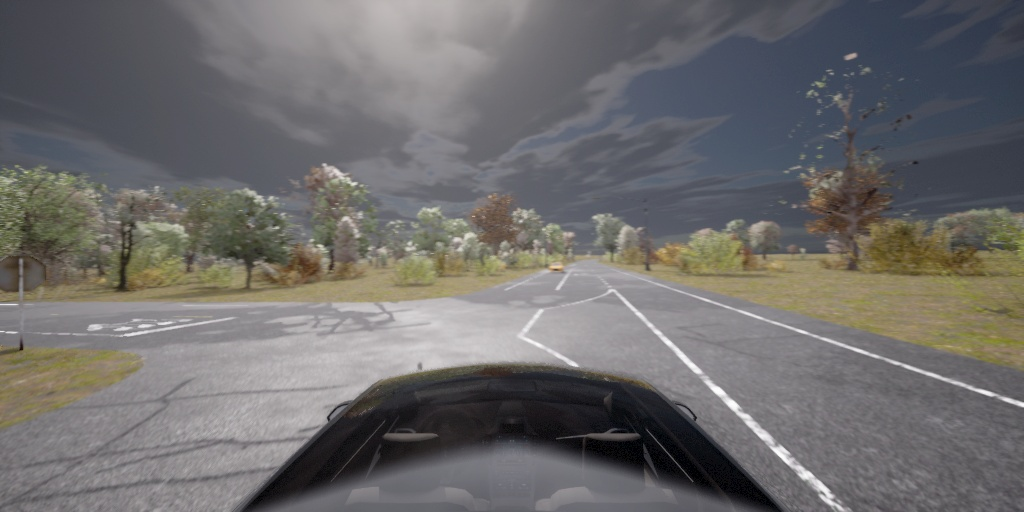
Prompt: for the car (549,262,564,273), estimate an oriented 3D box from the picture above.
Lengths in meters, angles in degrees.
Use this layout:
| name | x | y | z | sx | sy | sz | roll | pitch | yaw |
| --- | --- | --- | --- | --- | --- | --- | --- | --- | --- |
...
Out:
| name | x | y | z | sx | sy | sz | roll | pitch | yaw |
| --- | --- | --- | --- | --- | --- | --- | --- | --- | --- |
| car | 6.479 | 1.679 | 51.885 | 1.882 | 1.535 | 5.008 | -2 | -1 | 11 |
